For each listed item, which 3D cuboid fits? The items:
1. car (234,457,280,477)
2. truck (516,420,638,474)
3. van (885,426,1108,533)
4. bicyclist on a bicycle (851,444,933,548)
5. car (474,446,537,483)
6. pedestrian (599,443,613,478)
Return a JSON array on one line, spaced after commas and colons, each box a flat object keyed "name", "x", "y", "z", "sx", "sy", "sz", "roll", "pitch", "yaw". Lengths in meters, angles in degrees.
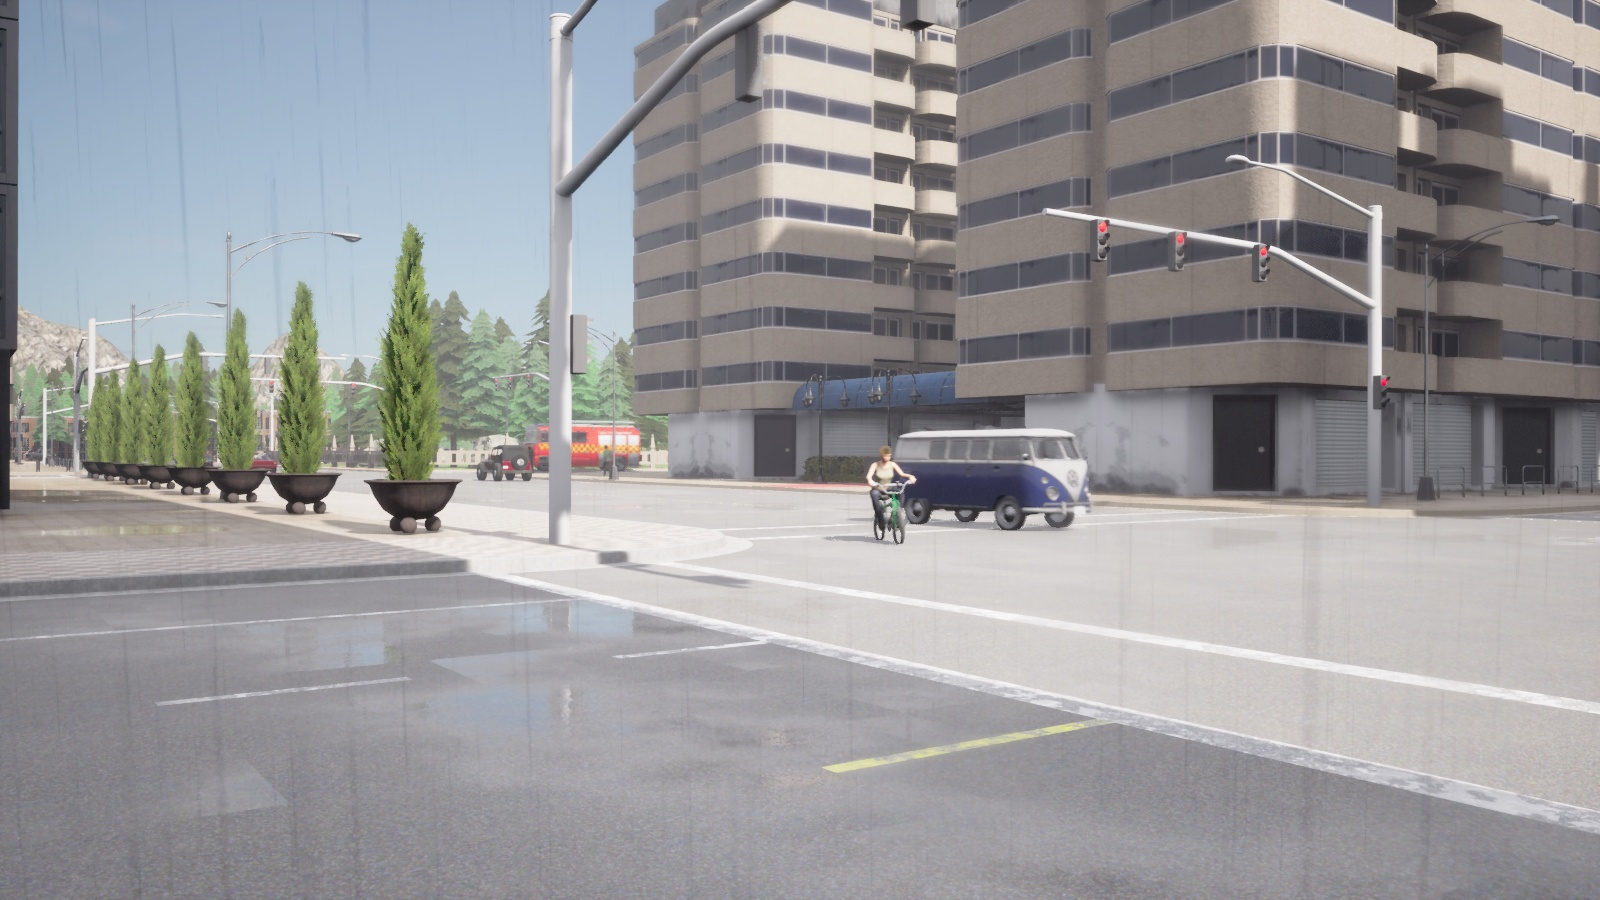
[{"name": "car", "x": -35.981, "y": 1.094, "z": 83.142, "sx": 1.895, "sy": 1.301, "sz": 4.718, "roll": 0, "pitch": 0, "yaw": -35}, {"name": "truck", "x": -16.580, "y": -0.211, "z": 93.688, "sx": 8.468, "sy": 3.827, "sz": 2.891, "roll": 0, "pitch": 0, "yaw": -31}, {"name": "van", "x": 3.898, "y": 0.552, "z": 25.561, "sx": 1.775, "sy": 1.987, "sz": 4.442, "roll": 0, "pitch": 0, "yaw": -39}, {"name": "bicyclist on a bicycle", "x": 1.498, "y": 0.729, "z": 20.665, "sx": 0.866, "sy": 1.612, "sz": 1.509, "roll": -2, "pitch": 0, "yaw": -14}, {"name": "car", "x": -15.399, "y": 0.734, "z": 65.583, "sx": 1.905, "sy": 1.878, "sz": 3.866, "roll": 0, "pitch": 0, "yaw": -34}, {"name": "pedestrian", "x": -10.734, "y": 0.594, "z": 69.549, "sx": 0.423, "sy": 1.949, "sz": 0.788, "roll": 0, "pitch": 0, "yaw": -38}]
